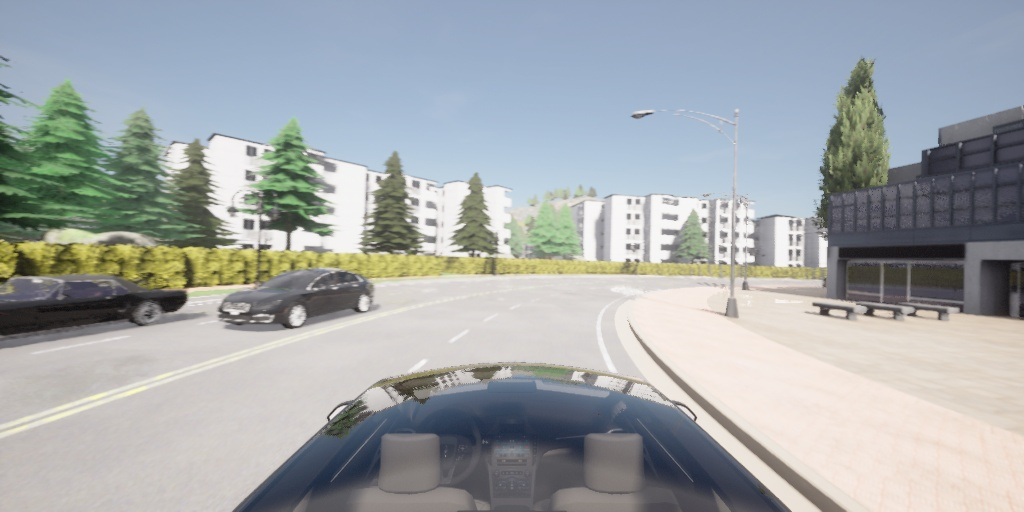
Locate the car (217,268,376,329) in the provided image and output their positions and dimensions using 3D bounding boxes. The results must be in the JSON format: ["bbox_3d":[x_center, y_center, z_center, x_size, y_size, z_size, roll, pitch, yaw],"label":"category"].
[{"bbox_3d":[-6.139,1.147,10.954,1.837,1.490,4.892,2,0,12],"label":"car"}]

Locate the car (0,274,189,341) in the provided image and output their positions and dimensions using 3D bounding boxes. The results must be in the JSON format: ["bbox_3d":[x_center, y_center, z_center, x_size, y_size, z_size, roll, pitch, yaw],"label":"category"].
[{"bbox_3d":[-10.221,1.093,7.843,1.895,1.301,4.718,2,0,7],"label":"car"}]
